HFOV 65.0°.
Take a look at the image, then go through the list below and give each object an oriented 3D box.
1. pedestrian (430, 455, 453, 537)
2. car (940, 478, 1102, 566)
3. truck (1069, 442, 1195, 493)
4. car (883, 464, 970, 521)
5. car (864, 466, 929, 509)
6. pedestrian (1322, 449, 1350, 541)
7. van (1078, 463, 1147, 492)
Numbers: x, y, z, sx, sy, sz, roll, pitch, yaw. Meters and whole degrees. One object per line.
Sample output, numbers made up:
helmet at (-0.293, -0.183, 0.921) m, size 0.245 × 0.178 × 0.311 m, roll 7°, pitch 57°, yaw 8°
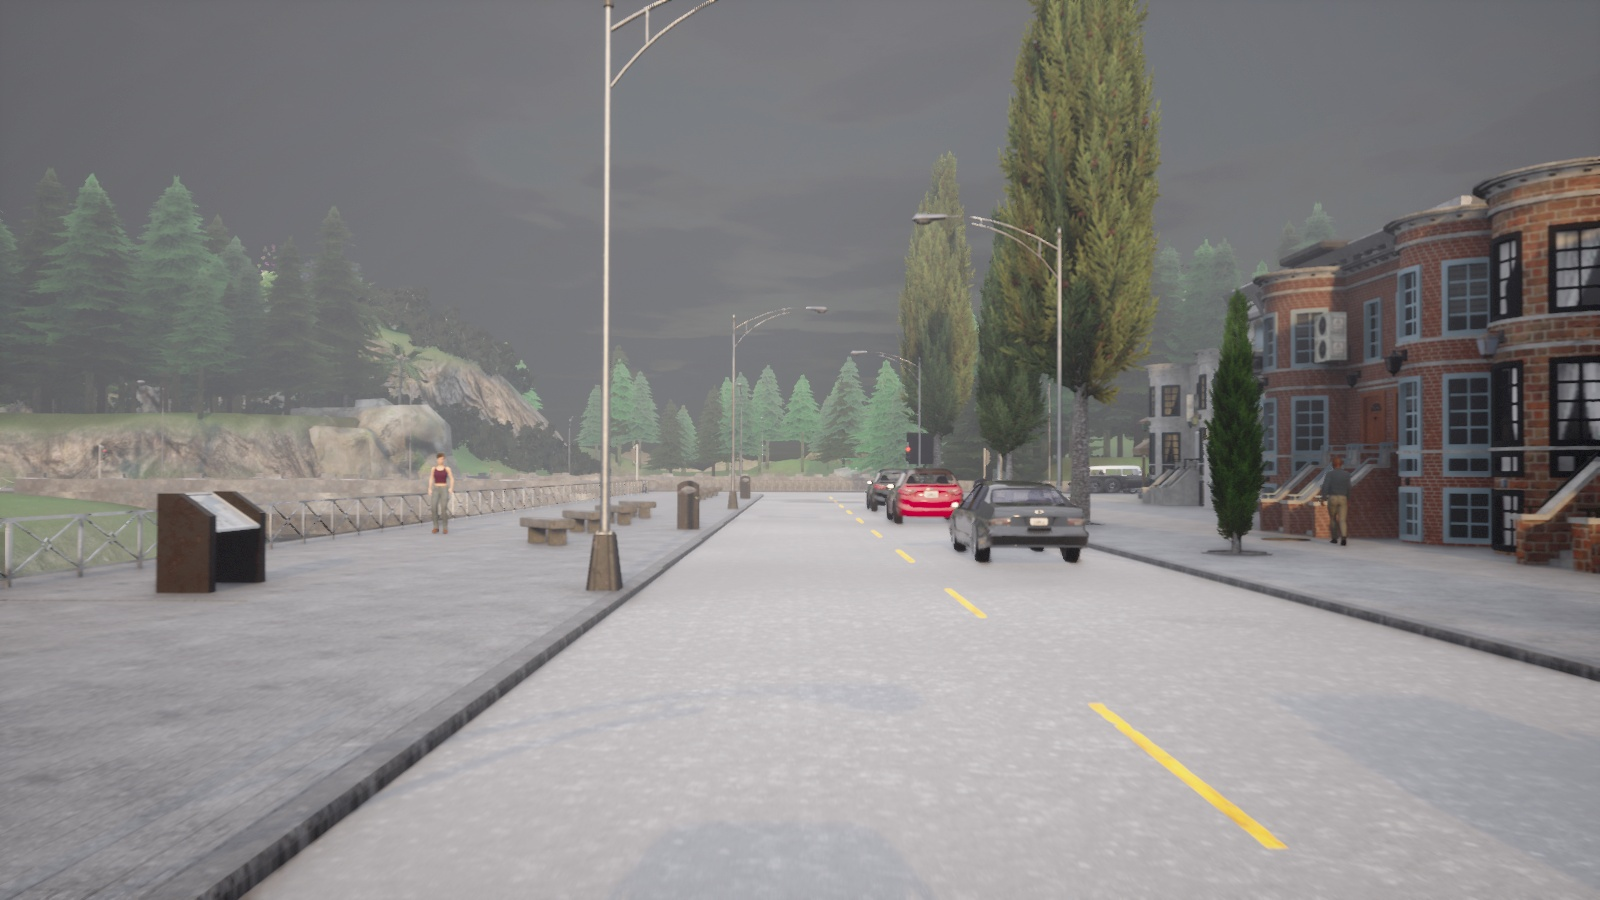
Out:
pedestrian at (-8.092, 1.032, 28.370) m, size 0.345 × 1.836 × 0.594 m, roll 0°, pitch -1°, yaw 0°
car at (3.938, 1.237, 23.353) m, size 2.033 × 1.411 × 5.357 m, roll 0°, pitch -1°, yaw 0°
truck at (22.924, 1.198, 87.051) m, size 7.936 × 3.462 × 2.891 m, roll 0°, pitch -1°, yaw 0°
car at (3.896, 1.304, 39.456) m, size 2.242 × 1.667 × 4.611 m, roll 0°, pitch -1°, yaw 0°
car at (3.866, 1.499, 51.081) m, size 2.242 × 1.667 × 4.611 m, roll 0°, pitch -1°, yaw 0°
pedestrian at (10.950, 0.913, 25.663) m, size 0.370 × 1.835 × 0.726 m, roll 0°, pitch -1°, yaw 11°
van at (22.617, 1.971, 91.015) m, size 4.480 × 2.038 × 2.069 m, roll 0°, pitch -1°, yaw 0°
